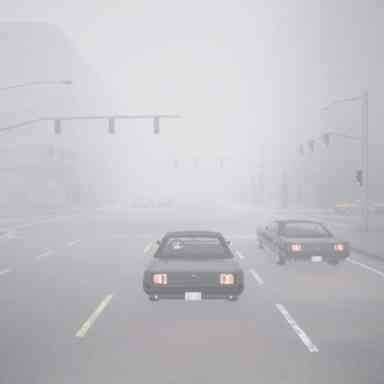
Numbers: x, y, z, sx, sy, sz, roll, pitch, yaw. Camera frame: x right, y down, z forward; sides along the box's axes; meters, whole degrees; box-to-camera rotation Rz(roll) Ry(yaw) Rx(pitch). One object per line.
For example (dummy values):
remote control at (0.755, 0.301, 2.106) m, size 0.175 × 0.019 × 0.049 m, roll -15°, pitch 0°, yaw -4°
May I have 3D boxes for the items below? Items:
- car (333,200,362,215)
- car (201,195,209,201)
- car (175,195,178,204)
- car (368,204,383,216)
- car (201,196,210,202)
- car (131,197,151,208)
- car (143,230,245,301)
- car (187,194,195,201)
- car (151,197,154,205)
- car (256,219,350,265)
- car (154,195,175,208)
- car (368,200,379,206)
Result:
car at (17.189, 1.555, 34.278) m, size 5.008 × 1.535 × 1.882 m, roll 0°, pitch 0°, yaw 0°
car at (3.343, 1.607, 87.383) m, size 1.994 × 1.385 × 4.181 m, roll 0°, pitch 0°, yaw 1°
car at (-3.984, 1.542, 60.106) m, size 1.837 × 1.490 × 4.892 m, roll 0°, pitch 0°, yaw 1°
car at (3.593, 1.223, 1.903) m, size 2.150 × 2.045 × 5.566 m, roll 0°, pitch 0°, yaw 0°
car at (3.248, 1.644, 77.408) m, size 1.895 × 1.301 × 4.718 m, roll 0°, pitch 0°, yaw 1°
car at (-7.547, 1.535, 47.854) m, size 1.837 × 1.490 × 4.892 m, roll 0°, pitch 0°, yaw 0°
car at (0.038, 1.606, 8.267) m, size 1.895 × 1.301 × 4.718 m, roll 0°, pitch 0°, yaw 0°
car at (-0.159, 1.410, 87.252) m, size 2.097 × 1.767 × 4.553 m, roll 0°, pitch 0°, yaw 1°
car at (-7.516, 1.584, 58.422) m, size 2.033 × 1.411 × 5.357 m, roll 0°, pitch 0°, yaw 0°
car at (3.542, 1.608, 11.655) m, size 1.895 × 1.301 × 4.718 m, roll 0°, pitch 0°, yaw 0°
car at (-4.065, 1.579, 50.263) m, size 2.033 × 1.411 × 5.357 m, roll 0°, pitch 0°, yaw 0°
car at (19.254, 1.566, 30.777) m, size 4.902 × 1.511 × 2.128 m, roll 0°, pitch 0°, yaw 0°
